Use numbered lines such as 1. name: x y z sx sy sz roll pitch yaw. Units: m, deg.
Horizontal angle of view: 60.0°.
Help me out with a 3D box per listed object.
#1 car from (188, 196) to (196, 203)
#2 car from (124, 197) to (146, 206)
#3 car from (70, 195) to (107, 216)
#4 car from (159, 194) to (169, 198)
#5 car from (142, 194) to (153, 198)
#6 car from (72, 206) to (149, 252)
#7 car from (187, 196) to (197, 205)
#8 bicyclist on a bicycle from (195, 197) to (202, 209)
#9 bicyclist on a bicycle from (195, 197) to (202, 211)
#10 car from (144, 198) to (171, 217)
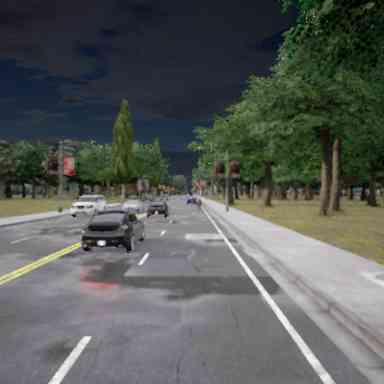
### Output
1. car: -0.029 1.740 77.259 1.812 1.442 4.674 0 0 0
2. car: -6.605 1.628 37.418 1.812 1.442 4.674 0 0 0
3. car: -9.859 1.307 32.156 2.150 2.045 5.566 0 0 0
4. car: -6.529 1.360 78.521 2.150 2.045 5.566 0 0 0
5. car: -9.777 1.423 73.387 2.150 2.045 5.566 0 0 0
6. car: -3.156 1.541 14.019 1.837 1.490 4.892 0 0 0
7. car: 0.006 1.660 64.876 1.882 1.535 5.008 0 0 1
8. bicyclist on a bicycle: 0.894 1.568 47.135 0.866 1.612 1.509 0 0 0
9. bicyclist on a bicycle: 0.880 1.556 37.367 0.582 1.620 1.656 0 0 0
10. car: -3.161 1.592 31.971 1.837 1.490 4.892 0 0 0
